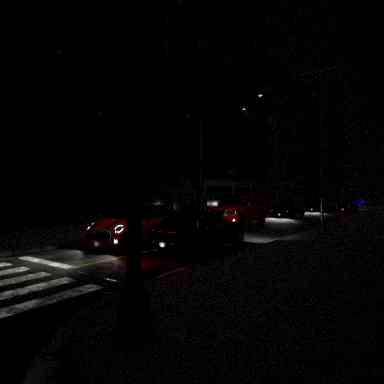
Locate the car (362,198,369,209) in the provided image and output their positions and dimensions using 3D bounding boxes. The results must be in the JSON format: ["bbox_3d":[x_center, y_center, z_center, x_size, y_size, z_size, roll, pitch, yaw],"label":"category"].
[{"bbox_3d":[23.578,1.541,46.747,1.812,1.442,4.674,0,0,35],"label":"car"}]

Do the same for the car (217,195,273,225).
[{"bbox_3d":[3.142,1.217,22.154,2.150,2.045,5.566,0,0,35],"label":"car"}]

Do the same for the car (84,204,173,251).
[{"bbox_3d":[-2.303,1.348,14.211,2.097,1.767,4.553,0,0,34],"label":"car"}]

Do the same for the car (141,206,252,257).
[{"bbox_3d":[0.376,1.512,13.127,1.837,1.490,4.892,0,0,35],"label":"car"}]

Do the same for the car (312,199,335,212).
[{"bbox_3d":[14.736,1.543,38.879,2.033,1.411,5.357,0,0,35],"label":"car"}]

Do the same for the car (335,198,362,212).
[{"bbox_3d":[17.835,1.609,38.345,1.895,1.301,4.718,0,0,35],"label":"car"}]

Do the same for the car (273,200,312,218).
[{"bbox_3d":[8.967,1.543,30.589,2.033,1.411,5.357,0,0,35],"label":"car"}]
